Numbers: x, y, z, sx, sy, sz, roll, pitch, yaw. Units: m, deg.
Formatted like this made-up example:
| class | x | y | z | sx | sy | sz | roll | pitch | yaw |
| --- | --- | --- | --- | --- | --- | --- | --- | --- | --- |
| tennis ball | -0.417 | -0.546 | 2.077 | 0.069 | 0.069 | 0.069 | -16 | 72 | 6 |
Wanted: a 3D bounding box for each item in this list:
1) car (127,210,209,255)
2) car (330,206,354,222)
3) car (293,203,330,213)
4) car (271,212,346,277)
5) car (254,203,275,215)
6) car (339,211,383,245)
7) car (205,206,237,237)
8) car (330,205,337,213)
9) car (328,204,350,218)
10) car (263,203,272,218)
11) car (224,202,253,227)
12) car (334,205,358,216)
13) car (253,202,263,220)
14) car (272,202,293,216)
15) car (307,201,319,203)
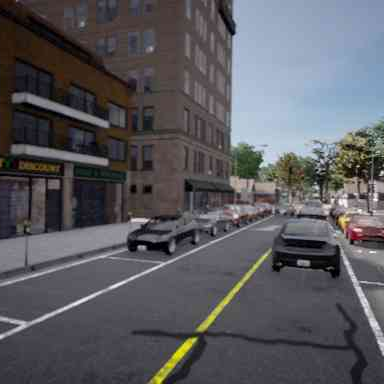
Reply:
| class | x | y | z | sx | sy | sz | roll | pitch | yaw |
| --- | --- | --- | --- | --- | --- | --- | --- | --- | --- |
| car | -1.007 | 1.633 | 13.842 | 1.947 | 1.339 | 4.313 | 1 | 0 | 21 |
| car | 14.255 | 2.021 | 31.694 | 1.802 | 1.307 | 4.206 | 1 | 0 | 21 |
| car | 8.253 | 1.757 | 22.911 | 1.882 | 1.535 | 5.008 | 1 | 0 | 21 |
| car | 3.755 | 1.632 | 10.905 | 1.837 | 1.490 | 4.892 | 1 | -1 | 21 |
| car | 8.678 | 1.980 | 39.678 | 1.802 | 1.307 | 4.206 | 1 | 0 | 21 |
| car | 8.444 | 1.821 | 16.194 | 1.802 | 1.307 | 4.206 | 1 | 0 | 21 |
| car | 0.930 | 1.682 | 19.009 | 2.008 | 1.369 | 4.403 | 1 | 0 | 21 |
| car | 12.318 | 1.917 | 26.528 | 1.887 | 1.381 | 4.507 | 1 | 0 | 21 |
| car | 16.192 | 2.072 | 36.861 | 1.947 | 1.339 | 4.313 | 1 | 0 | 21 |
| car | 6.743 | 1.771 | 34.511 | 1.967 | 1.590 | 4.097 | 1 | 0 | 21 |
| car | 2.869 | 1.637 | 24.177 | 1.967 | 1.590 | 4.097 | 1 | 0 | 21 |
| car | 10.441 | 1.832 | 21.520 | 1.752 | 1.417 | 4.829 | 1 | 0 | 21 |
| car | 4.745 | 1.787 | 29.184 | 1.752 | 1.417 | 4.829 | 1 | 0 | 21 |
| car | 10.046 | 1.890 | 35.990 | 2.128 | 1.511 | 4.902 | 1 | -1 | 21 |
| car | 13.852 | 1.829 | 38.121 | 2.097 | 1.767 | 4.553 | 1 | 0 | 21 |
